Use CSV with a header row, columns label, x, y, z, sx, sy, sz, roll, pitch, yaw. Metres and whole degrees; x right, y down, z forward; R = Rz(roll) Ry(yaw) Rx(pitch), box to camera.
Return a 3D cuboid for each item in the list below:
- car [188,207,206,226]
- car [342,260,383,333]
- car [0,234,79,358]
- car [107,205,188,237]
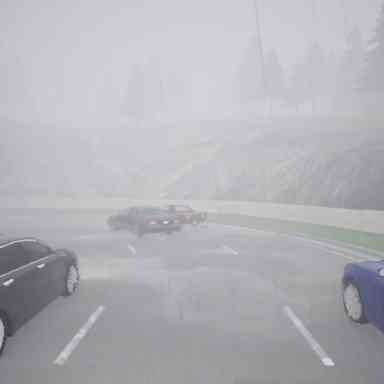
label,x,y,z,sx,sy,sz,roll,pitch,yaw
car,-1.398,1.448,20.860,1.895,1.301,4.718,0,1,-44
car,3.630,1.450,3.998,1.882,1.535,5.008,0,0,0
car,-3.413,1.463,5.540,1.837,1.490,4.892,0,1,-1
car,-2.650,1.420,17.267,2.033,1.411,5.357,0,0,-35
